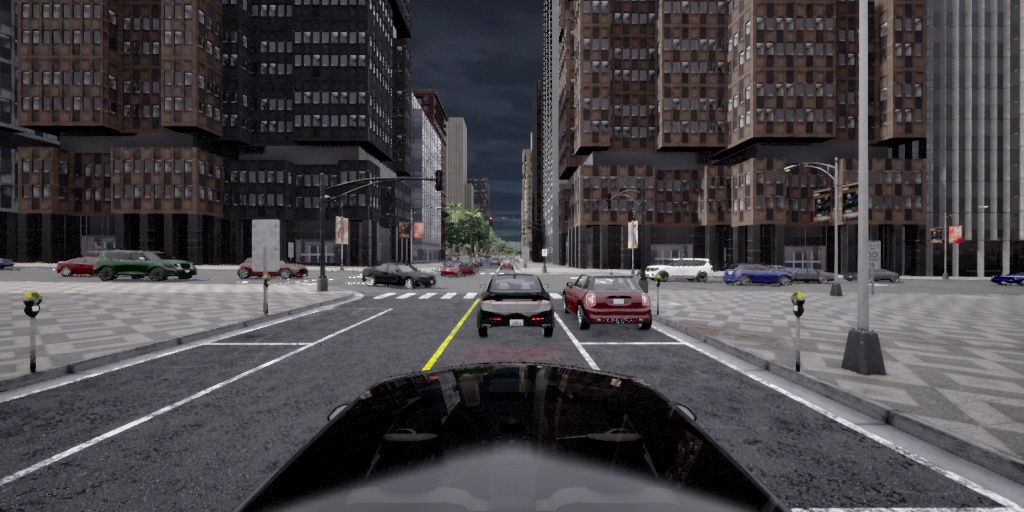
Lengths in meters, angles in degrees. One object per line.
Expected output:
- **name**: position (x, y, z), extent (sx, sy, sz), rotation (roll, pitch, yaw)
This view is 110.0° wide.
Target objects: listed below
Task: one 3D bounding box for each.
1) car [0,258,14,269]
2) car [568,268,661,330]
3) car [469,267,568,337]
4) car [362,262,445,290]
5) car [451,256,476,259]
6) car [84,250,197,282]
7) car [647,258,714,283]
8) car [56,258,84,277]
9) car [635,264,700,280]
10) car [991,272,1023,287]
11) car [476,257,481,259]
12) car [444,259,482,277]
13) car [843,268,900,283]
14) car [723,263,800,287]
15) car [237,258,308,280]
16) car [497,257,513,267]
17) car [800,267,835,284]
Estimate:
- **car**: position (-50.910, 0.587, 33.953), extent (5.357, 1.411, 2.033), rotation (1, 0, -1)
- **car**: position (2.735, 1.190, 11.146), extent (1.967, 1.591, 4.097), rotation (0, 0, 0)
- **car**: position (0.077, 1.241, 10.260), extent (2.128, 1.511, 4.902), rotation (0, 0, -1)
- **car**: position (-6.931, 1.182, 22.126), extent (5.008, 1.535, 1.882), rotation (2, 0, 26)
- **car**: position (-6.583, 0.973, 49.348), extent (2.150, 2.045, 5.566), rotation (0, 0, 0)
- **car**: position (-24.708, 0.658, 24.232), extent (5.566, 2.045, 2.150), rotation (1, 0, 0)
- **car**: position (14.510, 1.205, 31.259), extent (5.566, 2.045, 2.150), rotation (1, 0, 1)
- **car**: position (-31.529, 0.812, 27.431), extent (5.008, 1.535, 1.882), rotation (1, 0, 0)
- **car**: position (14.909, 1.533, 34.523), extent (5.357, 1.411, 2.033), rotation (1, 0, 1)
- **car**: position (45.380, 2.036, 31.482), extent (4.718, 1.301, 1.895), rotation (1, 0, 0)
- **car**: position (-6.664, 1.251, 59.338), extent (1.882, 1.535, 5.008), rotation (0, 0, 0)
- **car**: position (-5.087, 1.263, 34.925), extent (1.994, 1.385, 4.181), rotation (1, 0, 27)
- **car**: position (34.730, 1.838, 34.697), extent (4.181, 1.385, 1.994), rotation (1, 0, -1)
- **car**: position (19.078, 1.405, 27.869), extent (4.553, 1.767, 2.097), rotation (1, 0, 0)
- **car**: position (-18.289, 0.874, 27.618), extent (4.553, 1.767, 2.097), rotation (1, 0, -2)
- **car**: position (-0.755, 1.198, 52.527), extent (1.967, 1.591, 4.097), rotation (0, 0, -1)
- **car**: position (25.123, 1.685, 31.370), extent (5.357, 1.411, 2.033), rotation (1, 0, 0)
